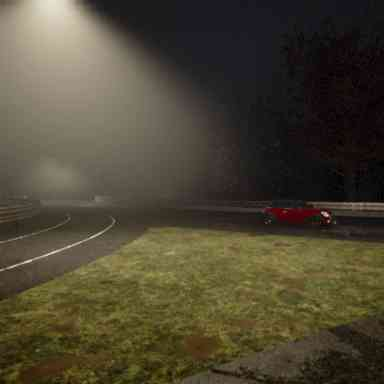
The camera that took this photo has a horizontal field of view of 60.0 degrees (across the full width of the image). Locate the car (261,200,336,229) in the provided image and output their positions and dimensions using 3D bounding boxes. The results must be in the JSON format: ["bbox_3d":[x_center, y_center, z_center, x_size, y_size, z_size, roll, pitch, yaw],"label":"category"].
[{"bbox_3d":[6.953,1.335,21.843,4.553,1.767,2.097,0,0,34],"label":"car"}]
